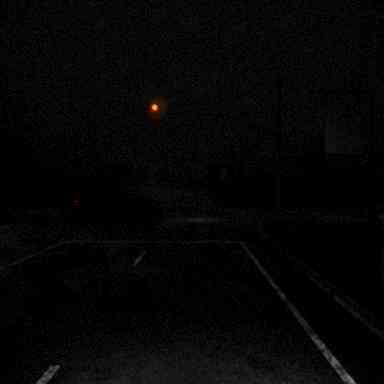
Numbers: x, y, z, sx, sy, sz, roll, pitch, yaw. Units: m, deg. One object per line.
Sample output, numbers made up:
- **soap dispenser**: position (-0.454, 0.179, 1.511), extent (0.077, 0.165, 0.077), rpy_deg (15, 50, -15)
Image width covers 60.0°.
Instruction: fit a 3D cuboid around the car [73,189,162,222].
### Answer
- **car**: position (-4.714, 0.810, 21.305), extent (5.566, 2.045, 2.150), rpy_deg (0, 1, -2)
